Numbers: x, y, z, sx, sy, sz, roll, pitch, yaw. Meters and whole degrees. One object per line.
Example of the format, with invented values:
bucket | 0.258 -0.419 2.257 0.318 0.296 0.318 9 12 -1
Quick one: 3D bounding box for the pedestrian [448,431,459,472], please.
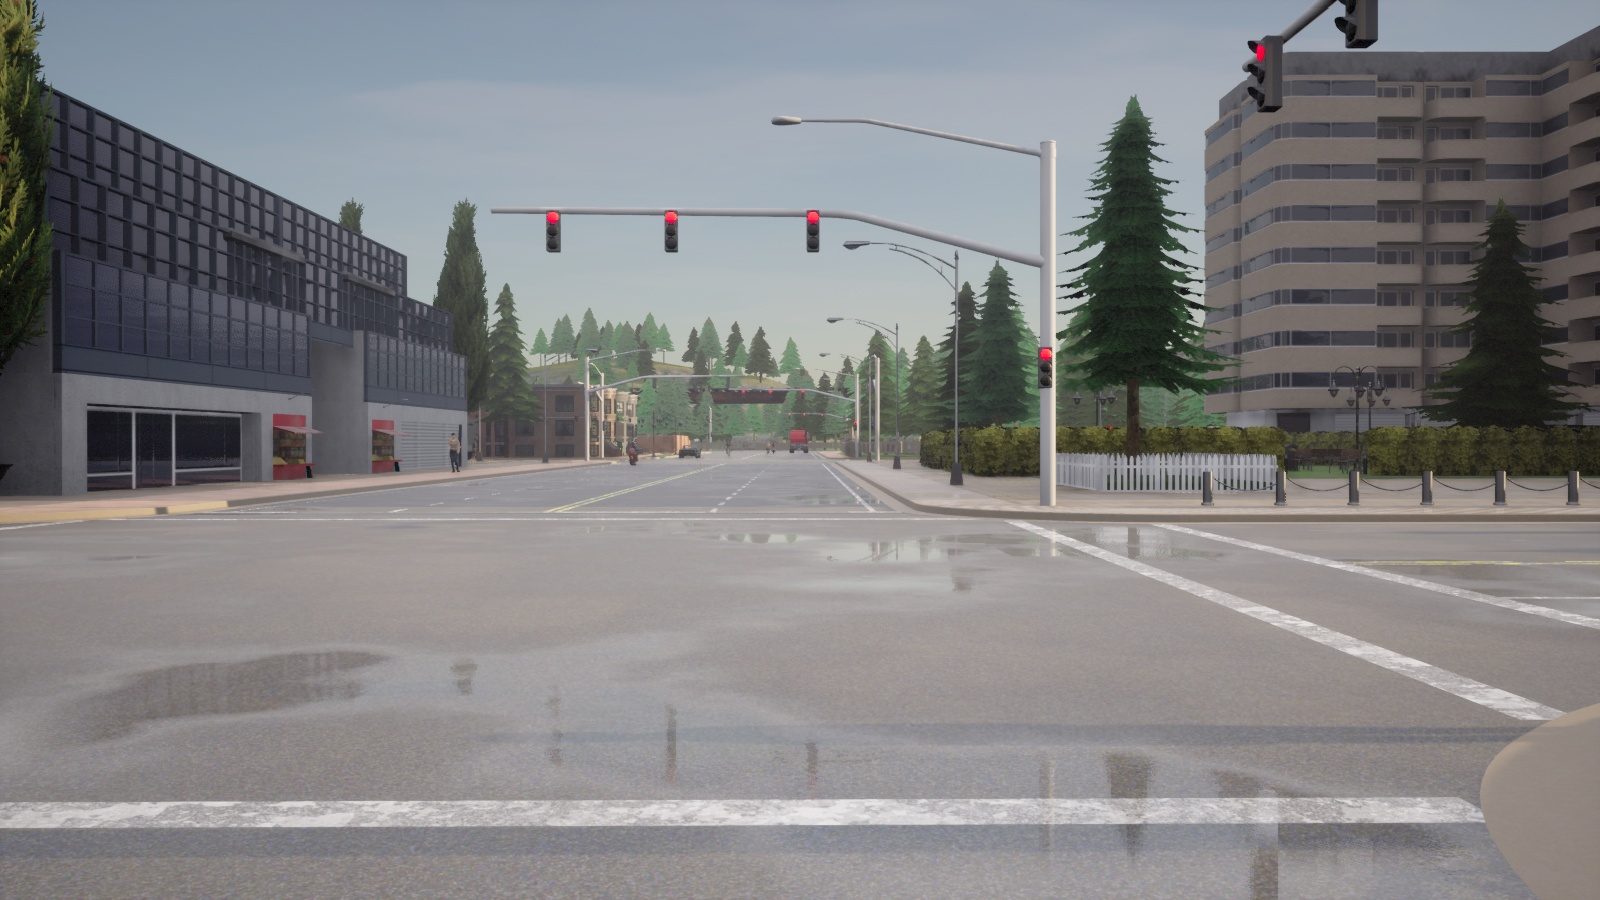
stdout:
pedestrian | -15.572 0.074 56.462 0.345 1.836 0.594 0 0 0
